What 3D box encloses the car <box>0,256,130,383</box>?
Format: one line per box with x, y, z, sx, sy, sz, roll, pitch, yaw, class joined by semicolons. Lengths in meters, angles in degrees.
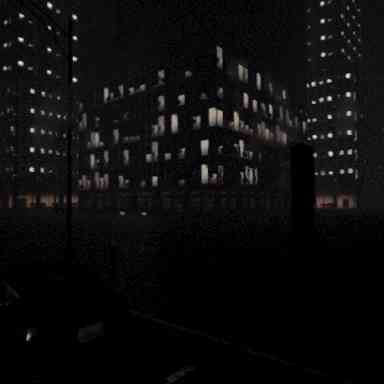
-2.769;1.673;5.155;4.313;1.339;1.947;-1;-3;39;car
